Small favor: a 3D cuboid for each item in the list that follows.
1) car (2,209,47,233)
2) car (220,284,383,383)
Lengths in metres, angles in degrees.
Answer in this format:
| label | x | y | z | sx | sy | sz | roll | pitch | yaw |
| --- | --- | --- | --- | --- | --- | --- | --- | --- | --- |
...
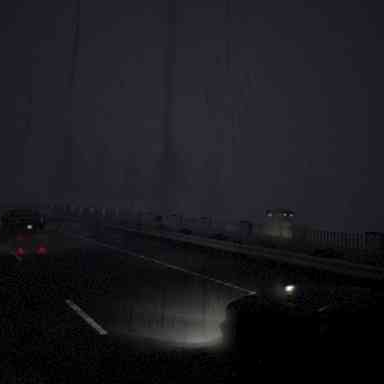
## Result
| label | x | y | z | sx | sy | sz | roll | pitch | yaw |
| --- | --- | --- | --- | --- | --- | --- | --- | --- | --- |
| car | -10.739 | 1.745 | 21.065 | 1.895 | 1.301 | 4.718 | 0 | -1 | -36 |
| car | 2.619 | 1.547 | 2.970 | 2.033 | 1.411 | 5.357 | 0 | 0 | -36 |
